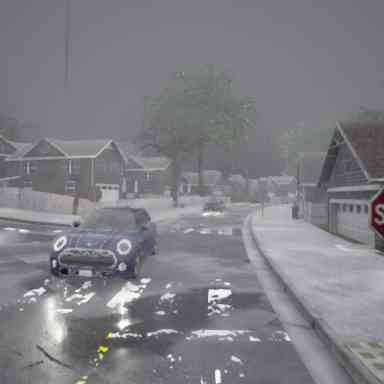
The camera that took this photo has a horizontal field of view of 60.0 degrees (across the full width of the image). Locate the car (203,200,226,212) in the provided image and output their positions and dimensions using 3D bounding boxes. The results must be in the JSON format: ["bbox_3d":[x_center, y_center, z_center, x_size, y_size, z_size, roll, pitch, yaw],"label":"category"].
[{"bbox_3d":[2.530,1.567,37.186,1.994,1.385,4.181,0,1,16],"label":"car"}]

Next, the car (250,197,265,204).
[{"bbox_3d":[12.217,1.603,62.301,1.994,1.385,4.181,0,-1,26],"label":"car"}]

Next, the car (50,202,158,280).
[{"bbox_3d":[-2.311,1.257,9.910,2.097,1.767,4.553,3,1,3],"label":"car"}]
